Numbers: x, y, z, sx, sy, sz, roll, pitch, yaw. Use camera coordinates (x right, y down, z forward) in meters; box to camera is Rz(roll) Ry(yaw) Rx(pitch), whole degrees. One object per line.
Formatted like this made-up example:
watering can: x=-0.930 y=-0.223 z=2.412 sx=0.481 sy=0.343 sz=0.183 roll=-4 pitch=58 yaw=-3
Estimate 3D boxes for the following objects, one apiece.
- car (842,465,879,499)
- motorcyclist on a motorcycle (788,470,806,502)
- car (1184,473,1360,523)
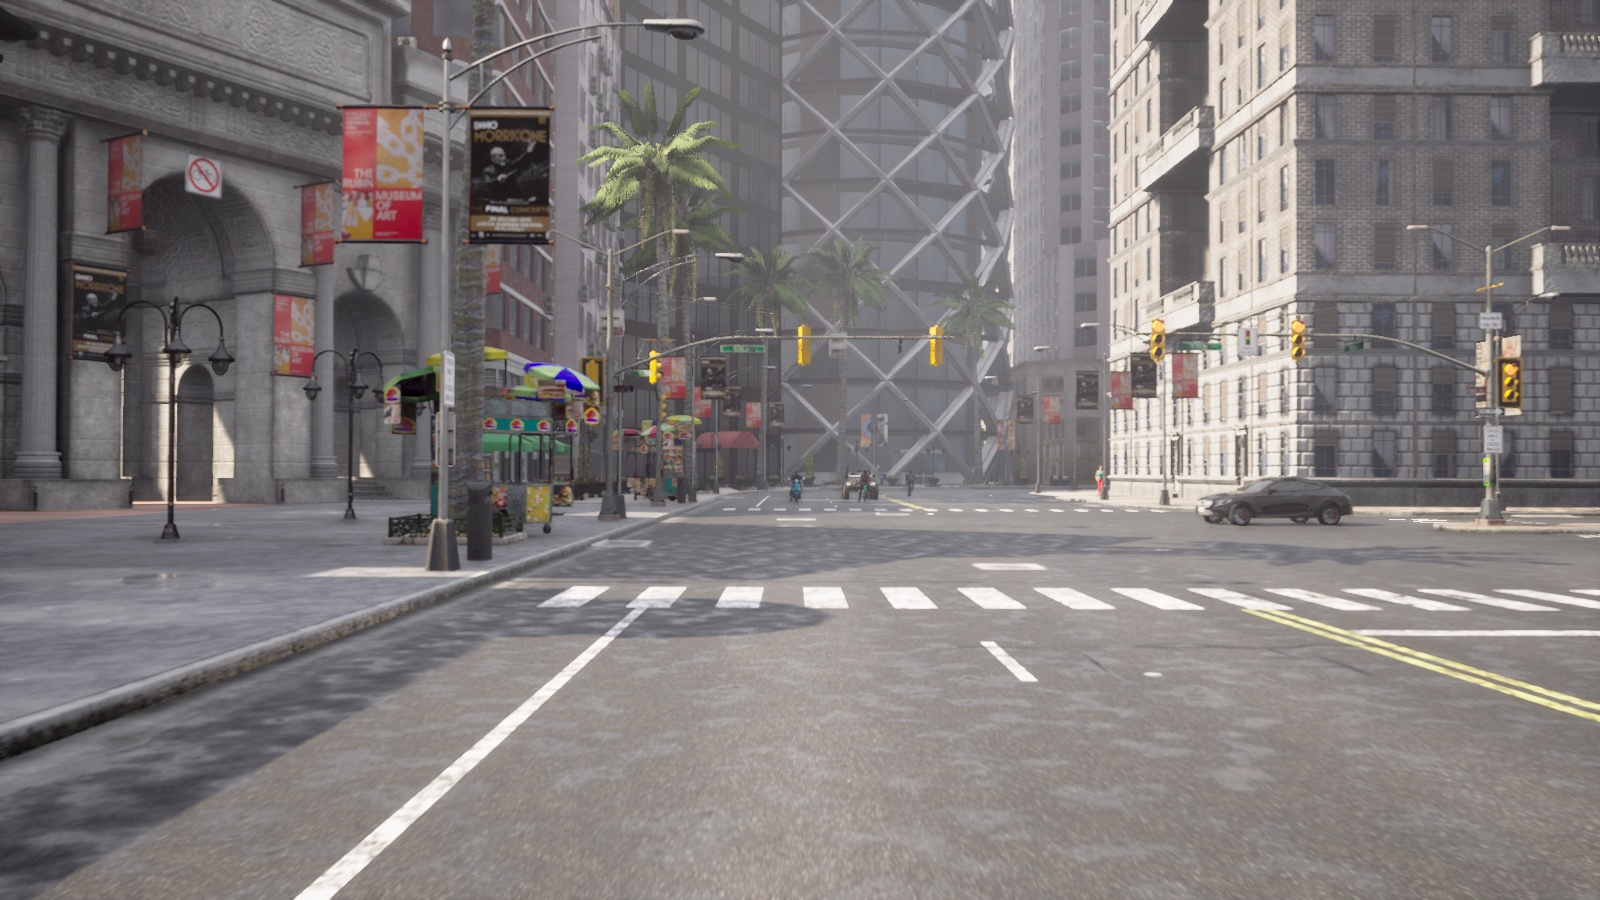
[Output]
car: x=3.332 y=1.765 z=69.910 sx=1.905 sy=1.878 sz=3.866 roll=0 pitch=-1 yaw=0
motorcyclist on a motorcycle: x=-0.165 y=1.828 z=63.413 sx=0.866 sy=1.590 sz=1.817 roll=0 pitch=-1 yaw=0
car: x=14.233 y=1.417 z=37.939 sx=4.674 sy=1.442 sz=1.812 roll=0 pitch=-1 yaw=-9
